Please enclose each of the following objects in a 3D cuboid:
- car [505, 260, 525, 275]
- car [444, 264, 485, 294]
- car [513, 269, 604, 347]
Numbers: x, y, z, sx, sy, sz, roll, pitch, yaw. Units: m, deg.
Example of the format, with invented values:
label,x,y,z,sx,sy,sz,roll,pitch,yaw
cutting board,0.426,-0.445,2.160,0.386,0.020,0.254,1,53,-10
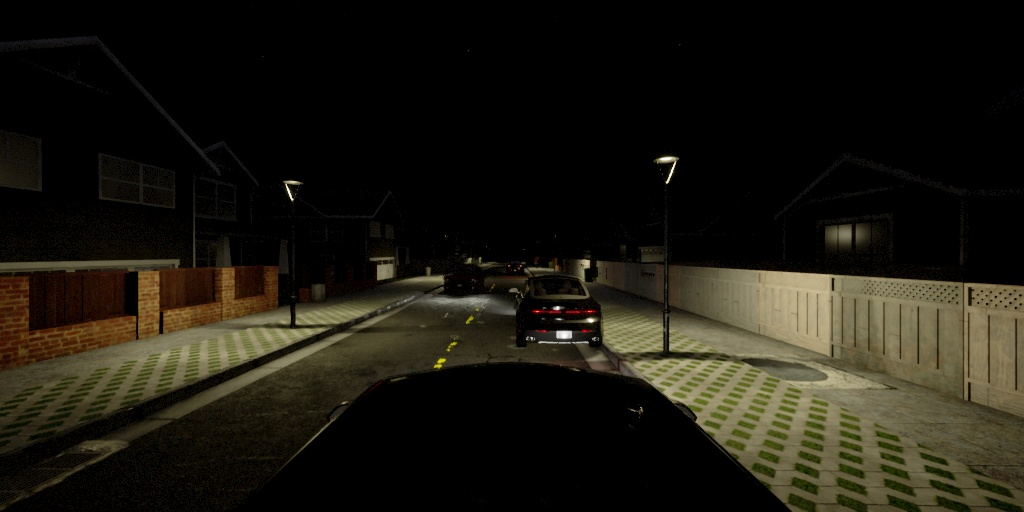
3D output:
label,x,y,z,sx,sy,sz,roll,pitch,yaw
car,0.331,1.198,37.562,2.128,1.511,4.902,0,0,1
car,-2.615,1.212,20.514,1.882,1.535,5.008,0,0,0
car,1.015,1.251,9.253,1.837,1.490,4.892,0,0,0
